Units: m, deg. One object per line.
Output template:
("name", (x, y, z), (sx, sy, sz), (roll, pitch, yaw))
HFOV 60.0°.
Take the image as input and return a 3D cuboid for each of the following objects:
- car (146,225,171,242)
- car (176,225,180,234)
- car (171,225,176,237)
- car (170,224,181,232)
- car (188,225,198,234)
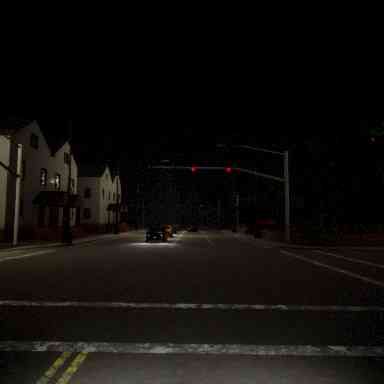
("car", (-3.504, 4.248, 33.647), (1.837, 1.490, 4.892), (0, -5, 0))
("car", (-3.439, 6.055, 53.135), (1.994, 1.385, 4.181), (0, -5, 0))
("car", (-3.478, 5.074, 43.170), (1.882, 1.535, 5.008), (0, -5, 0))
("car", (-3.321, 7.325, 67.480), (2.033, 1.411, 5.357), (0, -5, 0))
("car", (0.161, 6.477, 57.862), (2.033, 1.411, 5.357), (0, -5, 0))
